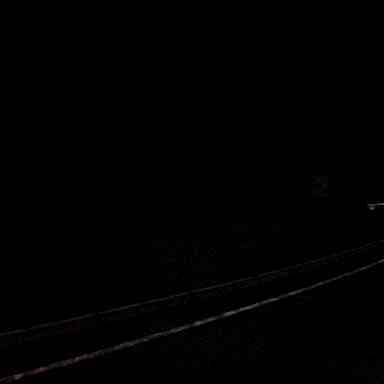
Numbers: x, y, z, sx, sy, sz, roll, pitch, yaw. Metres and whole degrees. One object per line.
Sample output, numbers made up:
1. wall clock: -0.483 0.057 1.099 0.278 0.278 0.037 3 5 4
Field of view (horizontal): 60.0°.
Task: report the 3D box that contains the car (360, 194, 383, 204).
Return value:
1. car: 27.642 1.103 51.344 1.812 1.442 4.674 -5 -2 3
